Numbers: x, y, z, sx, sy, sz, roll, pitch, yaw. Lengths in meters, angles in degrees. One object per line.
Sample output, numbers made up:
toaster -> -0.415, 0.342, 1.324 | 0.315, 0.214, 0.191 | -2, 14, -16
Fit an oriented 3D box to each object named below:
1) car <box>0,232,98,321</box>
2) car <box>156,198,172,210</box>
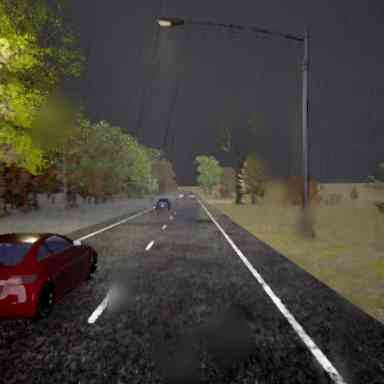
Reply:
car -> -3.507, 1.561, 7.276 | 1.994, 1.385, 4.181 | 0, 0, 0
car -> -3.528, 1.489, 42.040 | 1.812, 1.442, 4.674 | 0, 0, 0
